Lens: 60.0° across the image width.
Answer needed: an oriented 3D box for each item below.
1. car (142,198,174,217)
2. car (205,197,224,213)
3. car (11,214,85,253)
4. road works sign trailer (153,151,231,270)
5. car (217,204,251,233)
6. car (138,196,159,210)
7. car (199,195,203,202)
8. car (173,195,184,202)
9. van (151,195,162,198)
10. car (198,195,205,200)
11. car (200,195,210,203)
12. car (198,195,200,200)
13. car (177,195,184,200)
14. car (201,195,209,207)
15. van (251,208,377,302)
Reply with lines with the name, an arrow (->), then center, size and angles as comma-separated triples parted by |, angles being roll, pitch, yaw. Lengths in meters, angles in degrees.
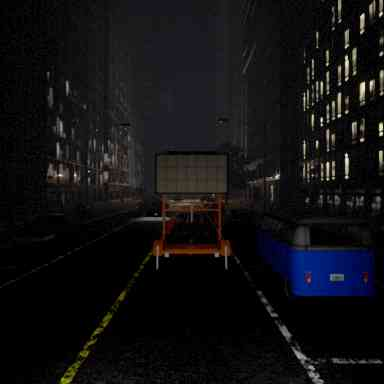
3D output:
car -> -3.118, 1.546, 31.429 | 2.033, 1.411, 5.357 | 0, 0, 0
car -> 2.669, 1.581, 36.466 | 1.802, 1.307, 4.206 | 0, 0, 0
car -> -5.699, 1.581, 13.693 | 1.802, 1.307, 4.206 | 0, 0, 0
road works sign trailer -> -0.006, 0.464, 11.021 | 2.380, 3.560, 2.880 | 0, 0, 0
car -> 2.679, 1.581, 19.388 | 1.802, 1.307, 4.206 | 0, 0, 0
car -> -5.715, 1.548, 42.157 | 2.008, 1.369, 4.403 | 0, 0, 0
car -> 2.660, 1.538, 53.543 | 2.008, 1.369, 4.403 | 0, 0, 0
car -> -3.042, 1.457, 72.532 | 1.837, 1.490, 4.892 | 0, 0, 0
van -> -5.721, 1.328, 53.542 | 1.690, 1.788, 3.998 | 0, 0, 0
car -> 2.638, 1.462, 93.390 | 1.887, 1.381, 4.507 | 0, 0, 0
car -> 2.650, 1.401, 70.620 | 1.967, 1.590, 4.097 | 0, 0, 0
car -> 2.654, 1.410, 64.928 | 1.967, 1.590, 4.097 | 0, 0, 0
car -> -3.053, 1.449, 91.004 | 1.812, 1.442, 4.674 | 0, 0, 0
car -> 2.663, 1.544, 47.850 | 2.008, 1.369, 4.403 | 0, 0, 0
van -> 2.686, 1.341, 8.004 | 1.690, 1.788, 3.998 | 0, 0, 0
